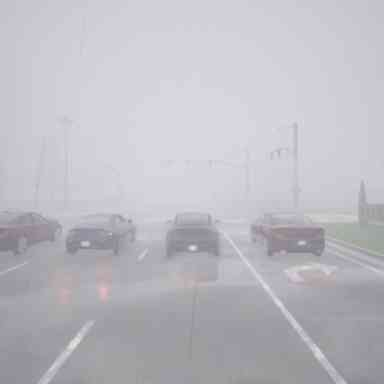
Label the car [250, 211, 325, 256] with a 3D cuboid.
[{"bbox_3d":[3.550,1.473,13.137,1.882,1.535,5.008,0,0,1],"label":"car"}]

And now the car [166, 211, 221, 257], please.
[{"bbox_3d":[0.048,1.501,12.834,1.837,1.490,4.892,0,0,1],"label":"car"}]

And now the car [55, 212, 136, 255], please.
[{"bbox_3d":[-3.448,1.522,13.192,1.812,1.442,4.674,0,0,1],"label":"car"}]

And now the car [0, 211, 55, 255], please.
[{"bbox_3d":[-6.949,1.474,13.267,1.882,1.535,5.008,0,0,1],"label":"car"}]
